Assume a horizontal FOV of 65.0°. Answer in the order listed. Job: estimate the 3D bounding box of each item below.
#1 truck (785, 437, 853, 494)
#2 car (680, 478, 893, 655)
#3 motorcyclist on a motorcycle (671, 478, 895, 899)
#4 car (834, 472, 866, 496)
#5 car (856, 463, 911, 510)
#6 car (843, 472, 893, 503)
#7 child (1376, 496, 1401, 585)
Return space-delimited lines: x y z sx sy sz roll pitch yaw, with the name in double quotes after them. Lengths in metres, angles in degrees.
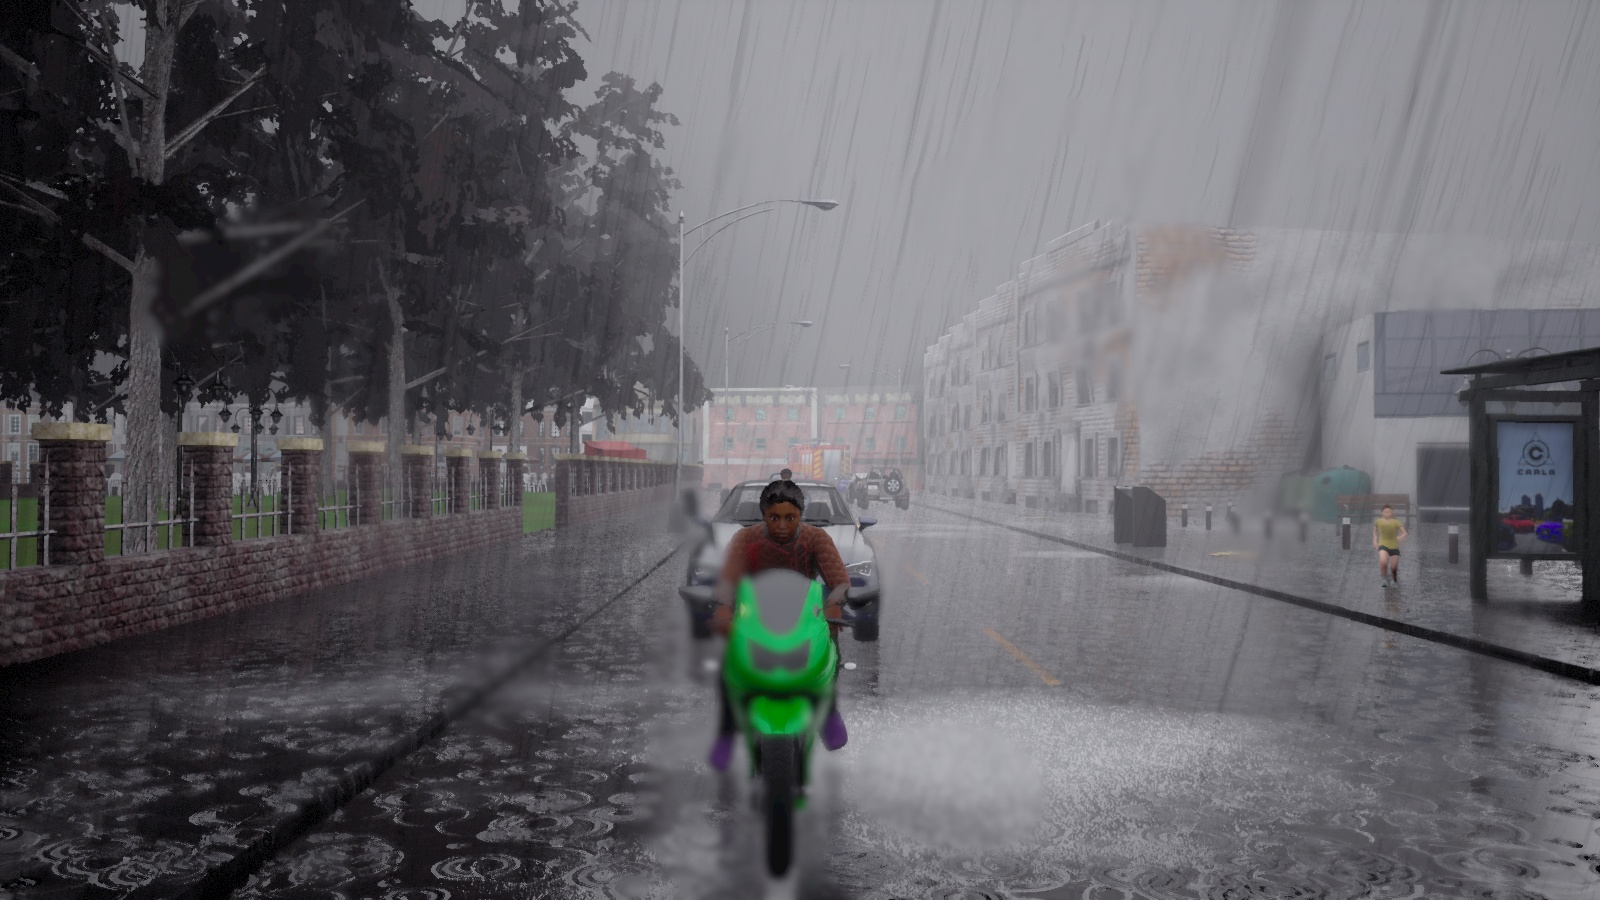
1.241 1.140 89.512 2.891 3.827 8.468 0 -1 -13 "truck"
-0.144 1.044 12.867 1.816 1.474 4.193 0 -1 -1 "car"
-0.073 0.891 5.515 0.797 1.523 2.044 0 -2 -1 "motorcyclist on a motorcycle"
3.144 2.156 80.022 1.816 1.474 4.193 0 -1 -1 "car"
3.449 1.497 52.462 1.932 1.855 4.605 0 -1 0 "car"
3.337 1.852 62.729 2.163 1.488 4.792 0 -1 -1 "car"
7.471 1.141 15.926 0.255 1.110 0.394 -1 -1 28 "child"
